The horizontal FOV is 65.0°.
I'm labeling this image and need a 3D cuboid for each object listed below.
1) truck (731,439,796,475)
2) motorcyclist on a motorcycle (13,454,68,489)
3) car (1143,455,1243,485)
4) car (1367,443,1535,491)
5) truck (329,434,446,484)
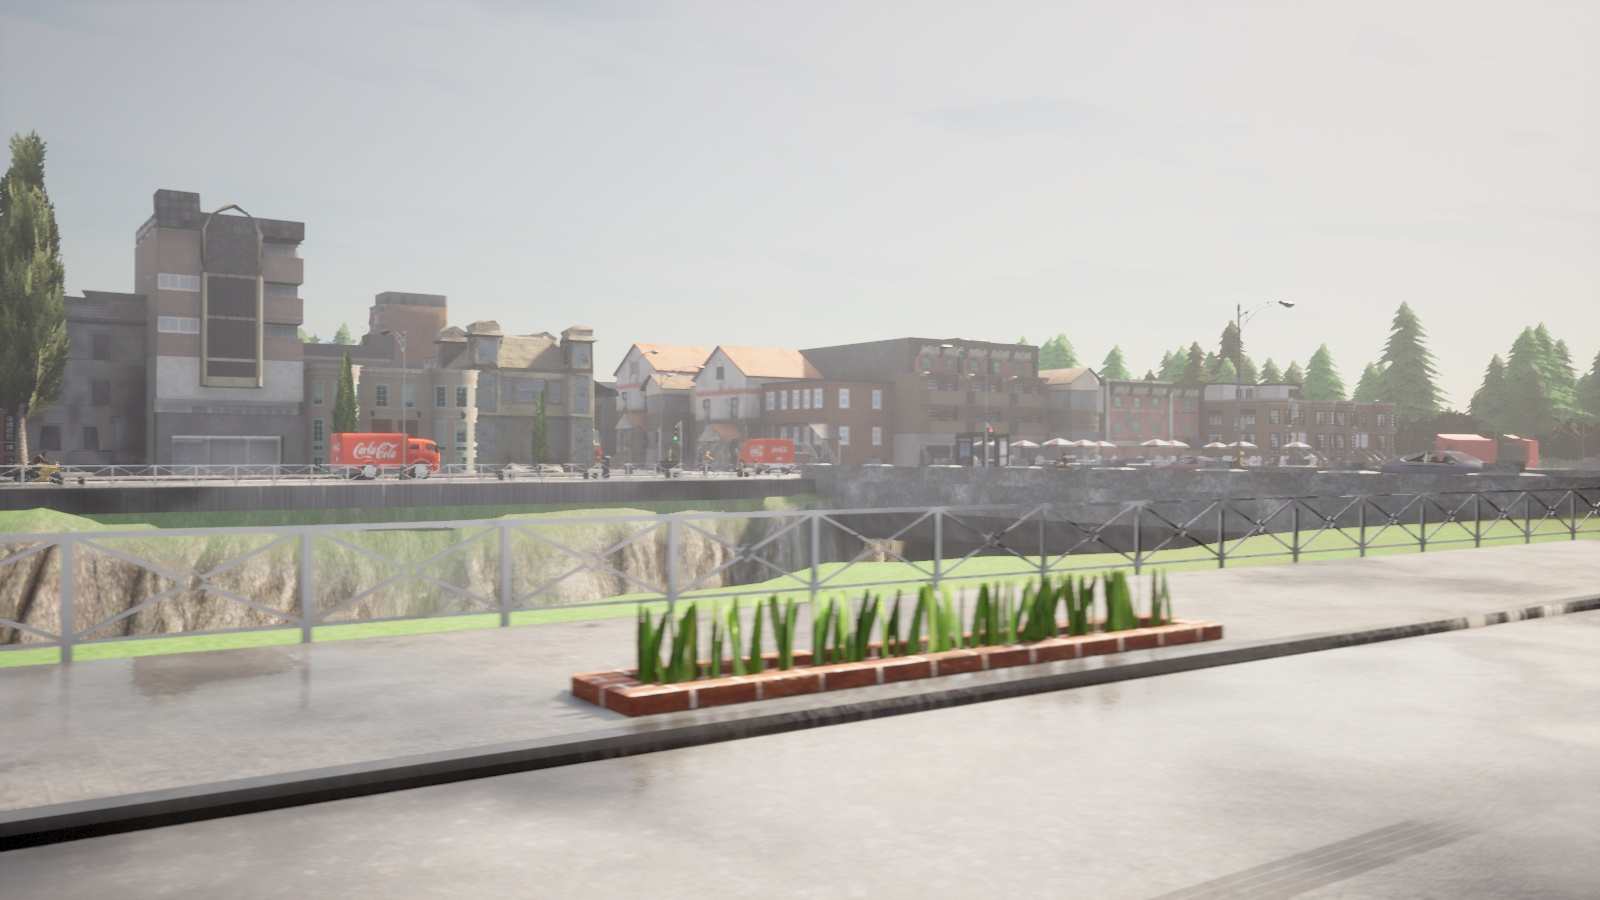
[{"bbox_3d":[-2.590,0.478,87.591,2.627,2.467,5.204,0,0,-26],"label":"truck"},{"bbox_3d":[-33.814,0.935,55.924,2.044,1.523,0.797,0,0,-35],"label":"motorcyclist on a motorcycle"},{"bbox_3d":[18.742,0.916,60.046,1.994,1.385,4.181,0,0,-36],"label":"car"},{"bbox_3d":[23.695,0.586,45.926,2.152,1.651,5.027,0,0,-35],"label":"car"},{"bbox_3d":[-21.239,0.462,64.684,5.204,2.467,2.627,0,0,-35],"label":"truck"}]
